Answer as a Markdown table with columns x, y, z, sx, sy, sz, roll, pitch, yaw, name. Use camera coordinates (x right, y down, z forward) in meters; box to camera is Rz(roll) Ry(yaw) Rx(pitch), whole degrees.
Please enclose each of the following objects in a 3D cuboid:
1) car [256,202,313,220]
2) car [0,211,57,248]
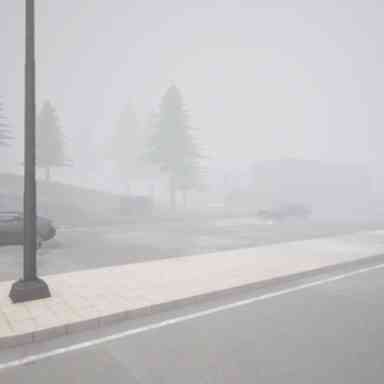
| x | y | z | sx | sy | sz | roll | pitch | yaw | name |
| --- | --- | --- | --- | --- | --- | --- | --- | --- | --- |
| 7.851 | 1.533 | 27.853 | 5.357 | 1.411 | 2.033 | 0 | 0 | -35 | car |
| -7.741 | 1.485 | 12.600 | 4.902 | 1.511 | 2.128 | 0 | 0 | -35 | car |
